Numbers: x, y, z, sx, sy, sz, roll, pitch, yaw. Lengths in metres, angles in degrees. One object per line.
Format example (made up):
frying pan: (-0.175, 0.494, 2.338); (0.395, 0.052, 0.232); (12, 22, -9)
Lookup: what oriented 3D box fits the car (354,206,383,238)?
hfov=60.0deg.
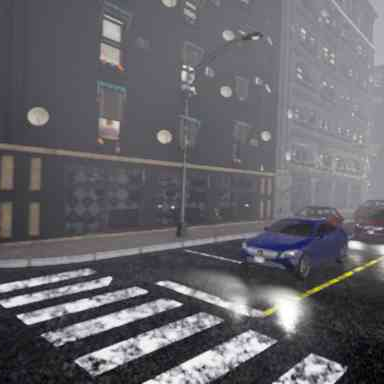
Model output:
car: (10.139, 1.680, 17.512); (1.812, 1.442, 4.674); (3, 1, 44)

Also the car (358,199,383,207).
car: (13.916, 1.499, 25.061); (2.192, 1.841, 5.009); (3, 1, 43)

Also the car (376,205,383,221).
car: (17.751, 1.848, 29.118); (1.802, 1.307, 4.206); (3, 1, 43)

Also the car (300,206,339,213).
car: (6.220, 1.459, 16.955); (1.967, 1.590, 4.097); (3, 1, 43)

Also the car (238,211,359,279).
car: (3.358, 1.533, 10.353); (1.812, 1.442, 4.674); (3, 1, 43)
